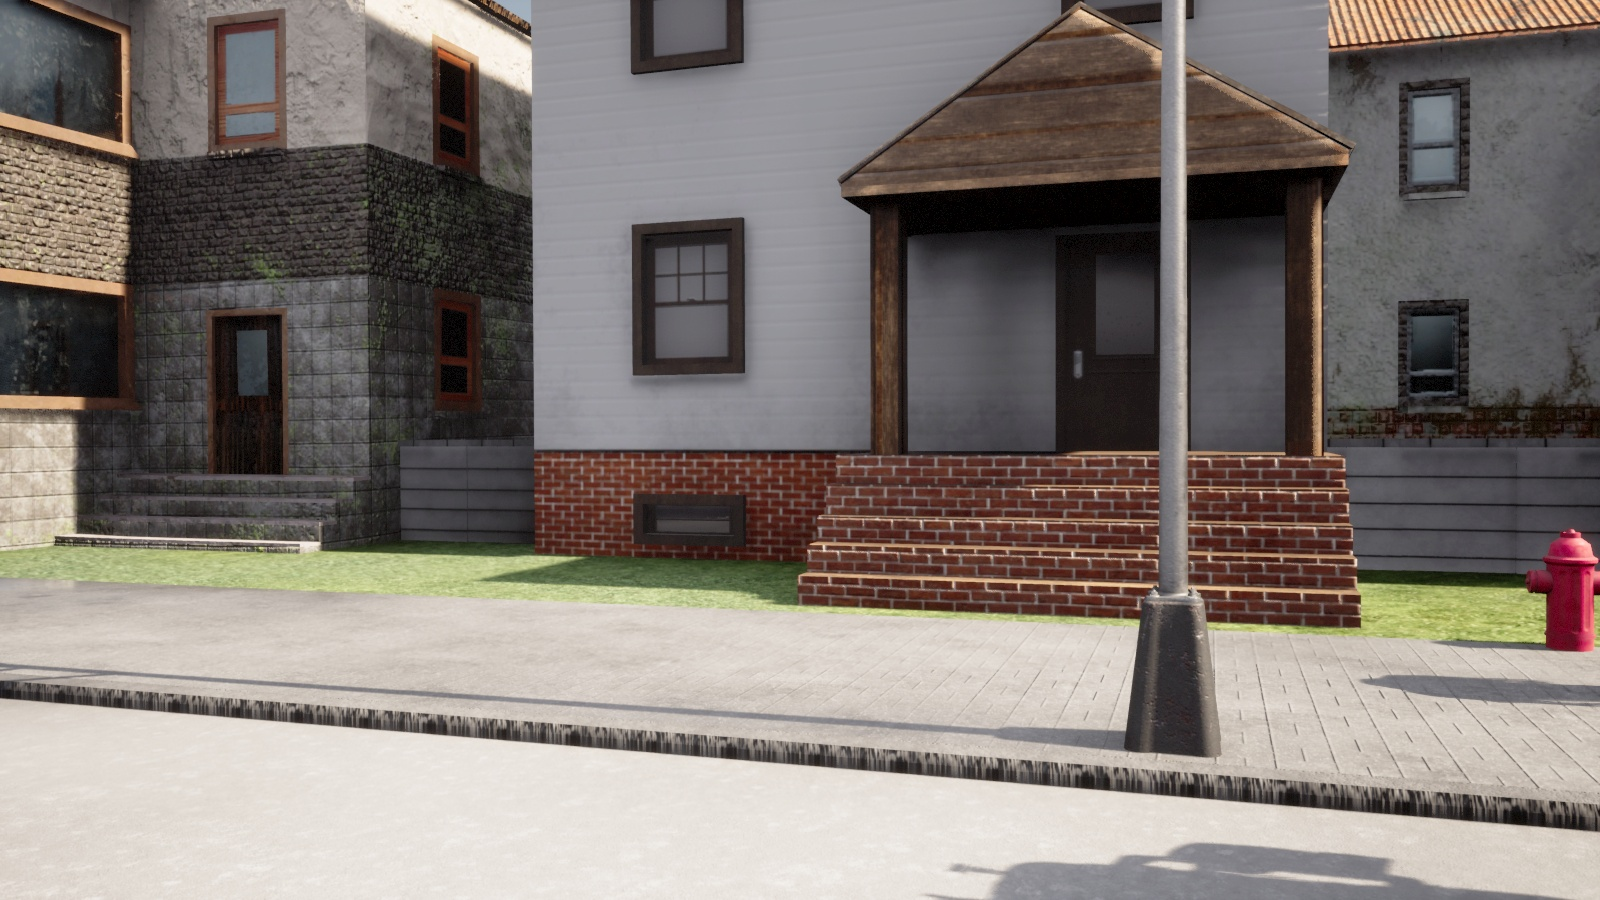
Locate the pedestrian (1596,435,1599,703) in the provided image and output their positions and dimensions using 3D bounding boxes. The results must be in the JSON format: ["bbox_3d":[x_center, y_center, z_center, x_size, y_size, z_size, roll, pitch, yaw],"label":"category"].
[{"bbox_3d":[4.922,0.447,6.721,0.873,1.952,0.659,0,1,-1],"label":"pedestrian"}]
